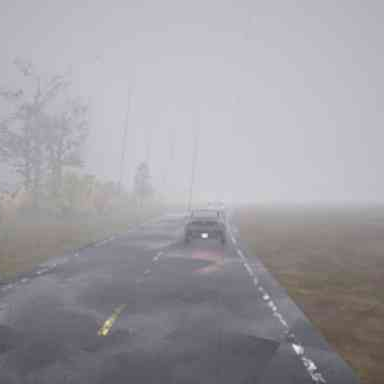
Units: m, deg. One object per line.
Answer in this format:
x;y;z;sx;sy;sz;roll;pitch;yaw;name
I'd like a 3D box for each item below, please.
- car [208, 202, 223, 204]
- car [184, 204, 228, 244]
2.610;1.742;36.599;1.895;1.301;4.718;0;0;7;car
0.665;1.571;16.257;1.837;1.490;4.892;0;0;3;car
